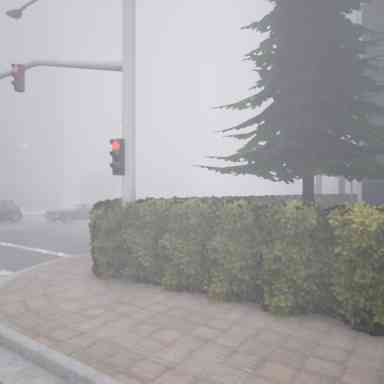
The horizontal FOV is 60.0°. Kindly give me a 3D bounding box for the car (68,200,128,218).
[{"bbox_3d":[-8.784,1.538,31.498,2.033,1.411,5.357,0,0,35],"label":"car"}]

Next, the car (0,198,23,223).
[{"bbox_3d":[-14.566,1.343,23.428,2.097,1.767,4.553,0,0,37],"label":"car"}]

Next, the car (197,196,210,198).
[{"bbox_3d":[1.040,1.342,45.421,2.097,1.767,4.553,0,0,35],"label":"car"}]

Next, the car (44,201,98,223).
[{"bbox_3d":[-8.753,1.593,25.457,1.895,1.301,4.718,0,0,35],"label":"car"}]

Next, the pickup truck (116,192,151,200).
[{"bbox_3d":[-9.465,1.044,53.157,6.274,2.098,2.390,0,0,-24],"label":"pickup truck"}]
